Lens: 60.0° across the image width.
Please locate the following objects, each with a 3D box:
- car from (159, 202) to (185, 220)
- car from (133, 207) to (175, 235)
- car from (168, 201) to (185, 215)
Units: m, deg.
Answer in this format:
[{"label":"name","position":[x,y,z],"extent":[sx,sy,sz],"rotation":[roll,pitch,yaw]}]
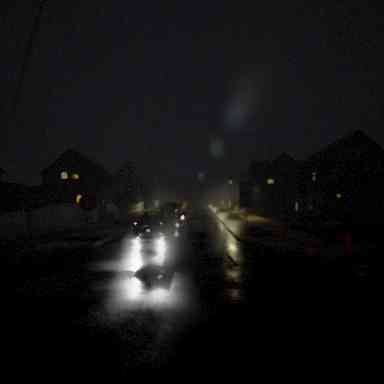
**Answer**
[{"label":"car","position":[-2.135,1.757,32.283],"extent":[2.097,1.767,4.553],"rotation":[0,-1,1]},{"label":"car","position":[-2.376,1.857,20.630],"extent":[1.895,1.301,4.718],"rotation":[0,-1,1]},{"label":"car","position":[-1.898,2.031,43.040],"extent":[1.882,1.535,5.008],"rotation":[0,-1,1]}]
